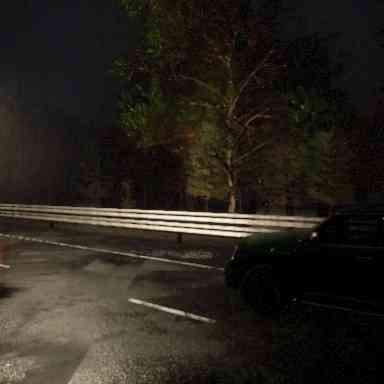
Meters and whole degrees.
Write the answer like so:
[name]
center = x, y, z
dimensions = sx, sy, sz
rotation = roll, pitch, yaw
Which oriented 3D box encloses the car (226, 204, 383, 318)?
[car]
center = 3.344, 1.223, 5.912
dimensions = 5.566, 2.045, 2.150
rotation = 0, 0, 36
